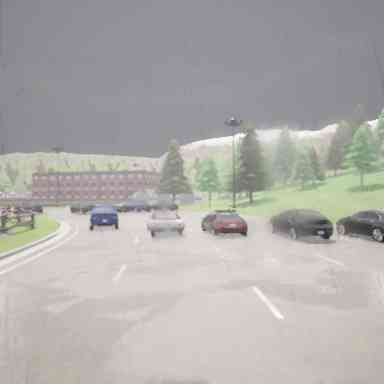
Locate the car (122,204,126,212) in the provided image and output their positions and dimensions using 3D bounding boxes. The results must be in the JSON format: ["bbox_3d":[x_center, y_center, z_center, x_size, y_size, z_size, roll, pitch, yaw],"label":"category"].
[{"bbox_3d":[-11.087,2.107,43.829,4.181,1.385,1.994,-1,-1,44],"label":"car"}]

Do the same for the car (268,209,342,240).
[{"bbox_3d":[5.717,1.681,18.085,1.837,1.490,4.892,0,0,-9],"label":"car"}]

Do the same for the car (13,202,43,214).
[{"bbox_3d":[-21.307,2.093,43.200,4.892,1.490,1.837,0,-1,36],"label":"car"}]

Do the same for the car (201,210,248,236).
[{"bbox_3d":[1.821,1.778,19.927,1.994,1.385,4.181,0,-1,-11],"label":"car"}]

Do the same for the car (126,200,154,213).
[{"bbox_3d":[-7.712,1.897,45.566,2.097,1.767,4.553,0,-1,-44],"label":"car"}]

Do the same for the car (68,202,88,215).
[{"bbox_3d":[-13.639,2.035,41.463,4.892,1.490,1.837,0,-1,44],"label":"car"}]

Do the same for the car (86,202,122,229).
[{"bbox_3d":[-6.528,1.781,24.254,1.882,1.535,5.008,0,-1,-18],"label":"car"}]

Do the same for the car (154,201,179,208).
[{"bbox_3d":[-3.874,2.045,46.618,1.837,1.490,4.892,0,-1,-43],"label":"car"}]

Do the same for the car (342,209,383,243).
[{"bbox_3d":[9.412,1.652,17.131,1.837,1.490,4.892,0,0,-8],"label":"car"}]

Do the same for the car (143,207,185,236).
[{"bbox_3d":[-1.745,1.837,20.315,1.895,1.301,4.718,0,-1,-12],"label":"car"}]
